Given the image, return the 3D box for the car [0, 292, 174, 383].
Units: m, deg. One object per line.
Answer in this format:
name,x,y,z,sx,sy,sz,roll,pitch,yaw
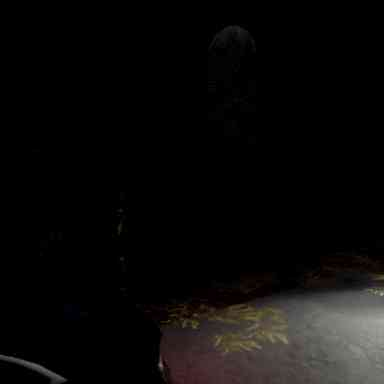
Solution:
car,-2.396,1.509,1.778,4.902,1.511,2.128,-1,0,-36
